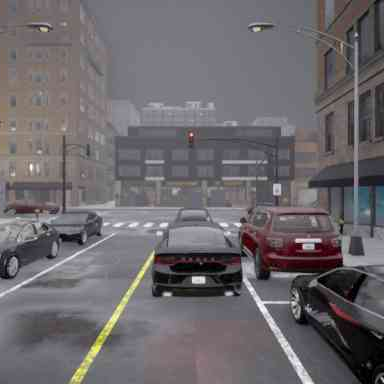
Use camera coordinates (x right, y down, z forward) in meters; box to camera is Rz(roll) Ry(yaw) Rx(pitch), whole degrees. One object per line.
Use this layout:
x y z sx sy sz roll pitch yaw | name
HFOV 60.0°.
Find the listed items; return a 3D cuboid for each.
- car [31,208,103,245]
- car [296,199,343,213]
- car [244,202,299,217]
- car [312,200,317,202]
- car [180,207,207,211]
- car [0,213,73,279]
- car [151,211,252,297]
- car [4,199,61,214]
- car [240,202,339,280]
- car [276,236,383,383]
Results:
-5.411 1.565 15.531 1.947 1.339 4.313 0 0 0 | car
14.436 1.605 37.881 4.674 1.442 1.812 0 0 0 | car
7.382 1.644 31.155 4.718 1.301 1.895 0 0 0 | car
15.248 1.305 34.654 5.566 2.045 2.150 0 0 0 | car
0.057 1.504 16.202 1.837 1.490 4.892 0 0 0 | car
-5.403 1.550 9.869 2.008 1.369 4.403 0 0 0 | car
0.061 1.477 8.622 1.882 1.535 5.008 0 0 -1 | car
-14.817 1.412 31.020 5.008 1.535 1.882 0 0 0 | car
2.622 1.314 9.880 2.192 1.841 5.009 0 0 0 | car
2.630 1.566 4.218 1.947 1.339 4.313 0 0 0 | car
